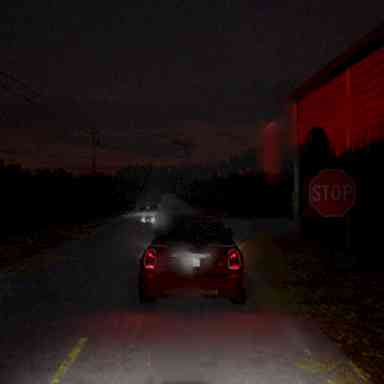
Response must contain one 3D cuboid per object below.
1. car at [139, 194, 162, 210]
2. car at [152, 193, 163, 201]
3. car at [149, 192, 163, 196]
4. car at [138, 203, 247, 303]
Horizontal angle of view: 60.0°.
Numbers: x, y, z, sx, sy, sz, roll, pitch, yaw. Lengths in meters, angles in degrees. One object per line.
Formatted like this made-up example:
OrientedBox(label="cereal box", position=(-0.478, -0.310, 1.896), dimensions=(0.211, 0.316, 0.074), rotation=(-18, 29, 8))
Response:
OrientedBox(label="car", position=(-4.689, 1.314, 36.413), dimensions=(2.128, 1.511, 4.902), rotation=(0, 0, -4))
OrientedBox(label="car", position=(-7.174, 0.992, 69.903), dimensions=(2.128, 1.511, 4.902), rotation=(0, 0, -4))
OrientedBox(label="car", position=(-5.980, 0.964, 53.530), dimensions=(2.150, 2.045, 5.566), rotation=(0, 0, -4))
OrientedBox(label="car", position=(0.053, 1.311, 8.269), dimensions=(2.097, 1.767, 4.553), rotation=(0, 0, 1))
